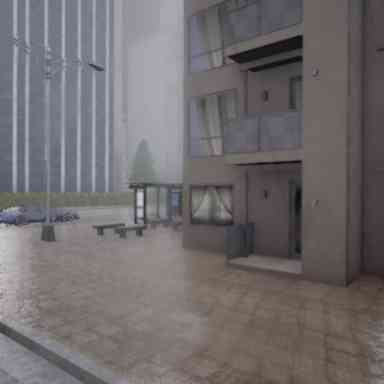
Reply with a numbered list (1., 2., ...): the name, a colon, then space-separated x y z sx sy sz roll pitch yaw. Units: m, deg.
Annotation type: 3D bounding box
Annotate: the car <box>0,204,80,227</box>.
1. car: -10.402 1.494 22.342 2.033 1.411 5.357 0 0 44
